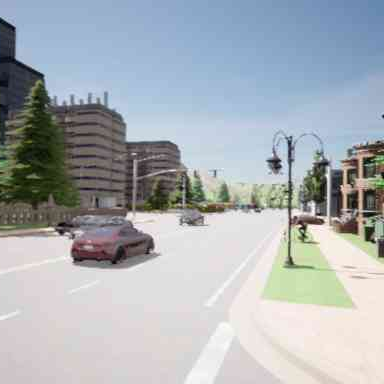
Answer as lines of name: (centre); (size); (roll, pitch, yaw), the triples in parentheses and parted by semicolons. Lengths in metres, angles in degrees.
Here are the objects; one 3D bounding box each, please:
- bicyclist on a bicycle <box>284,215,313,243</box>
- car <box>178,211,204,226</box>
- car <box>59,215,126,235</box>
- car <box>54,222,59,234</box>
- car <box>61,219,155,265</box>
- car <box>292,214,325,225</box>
bicyclist on a bicycle: (6.287, 2.208, 19.694); (1.656, 1.620, 0.582); (0, -2, 17)
car: (0.004, 2.896, 36.431); (1.837, 1.490, 4.892); (1, -2, 17)
car: (-5.186, 2.136, 19.702); (2.128, 1.511, 4.902); (1, -2, 17)
car: (-7.605, 2.344, 23.768); (1.895, 1.301, 4.718); (1, -2, 17)
car: (-3.121, 2.033, 13.795); (1.994, 1.385, 4.181); (1, -2, 17)
car: (14.507, 3.497, 41.851); (4.181, 1.385, 1.994); (1, -3, -6)
